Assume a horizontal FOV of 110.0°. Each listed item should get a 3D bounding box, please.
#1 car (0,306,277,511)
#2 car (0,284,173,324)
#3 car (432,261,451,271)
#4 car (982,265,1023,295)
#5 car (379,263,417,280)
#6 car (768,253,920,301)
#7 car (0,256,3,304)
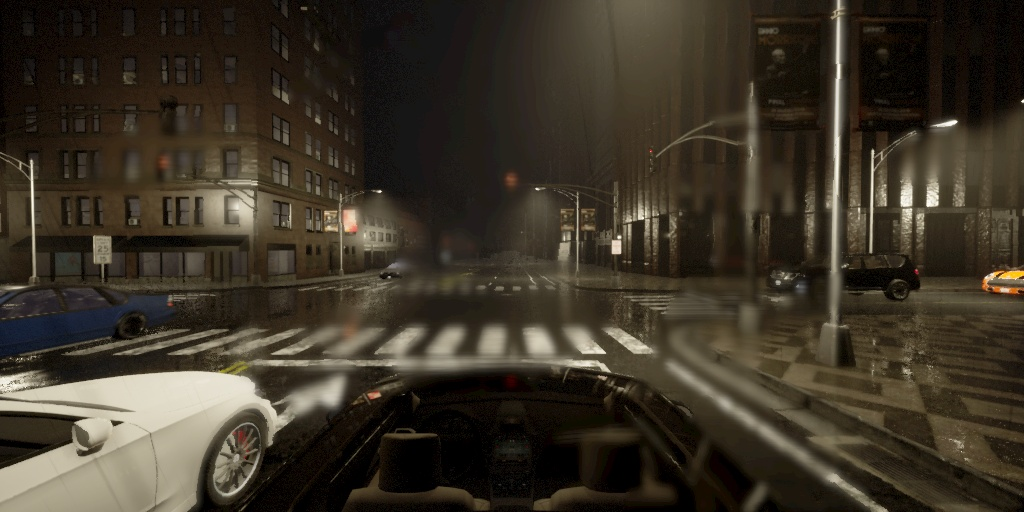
[{"bbox_3d":[-3.159,1.276,1.403,1.812,1.442,4.674,0,0,2],"label":"car"},{"bbox_3d":[-9.833,1.295,7.132,2.033,1.411,5.357,0,0,0],"label":"car"},{"bbox_3d":[-9.676,1.318,49.724,1.994,1.385,4.181,0,0,0],"label":"car"},{"bbox_3d":[24.541,0.961,16.231,4.553,1.767,2.097,0,1,0],"label":"car"},{"bbox_3d":[-9.749,1.300,31.158,2.033,1.411,5.357,0,0,0],"label":"car"},{"bbox_3d":[14.871,0.868,16.223,5.566,2.045,2.150,0,1,1],"label":"car"},{"bbox_3d":[-24.700,1.067,14.355,5.566,2.045,2.150,0,1,1],"label":"car"}]
